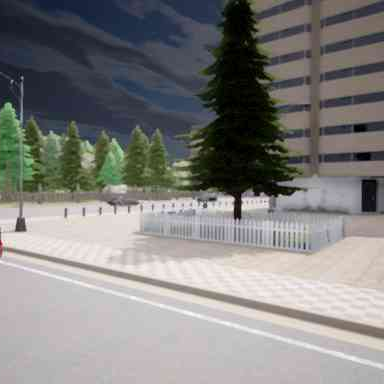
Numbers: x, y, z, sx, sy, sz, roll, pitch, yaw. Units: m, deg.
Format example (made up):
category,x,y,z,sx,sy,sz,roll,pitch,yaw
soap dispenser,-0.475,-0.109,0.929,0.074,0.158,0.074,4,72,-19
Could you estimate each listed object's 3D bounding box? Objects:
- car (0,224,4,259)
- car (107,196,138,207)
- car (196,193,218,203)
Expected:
category,x,y,z,sx,sy,sz,roll,pitch,yaw
car,-7.407,1.092,9.223,5.566,2.045,2.150,1,1,36
car,-9.114,1.187,43.680,1.994,1.385,4.181,1,0,35
car,2.746,0.990,60.171,2.097,1.767,4.553,1,0,35
